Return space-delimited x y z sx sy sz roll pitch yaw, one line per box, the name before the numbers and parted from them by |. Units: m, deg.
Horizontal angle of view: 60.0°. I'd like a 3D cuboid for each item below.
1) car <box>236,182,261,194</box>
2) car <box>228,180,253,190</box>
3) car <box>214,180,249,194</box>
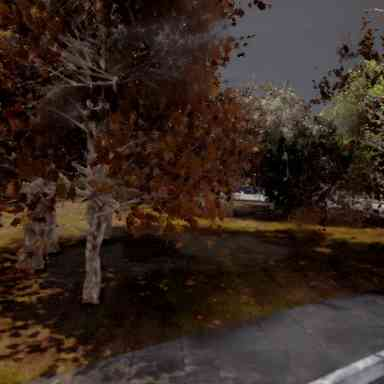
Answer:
car | 7.286 -0.396 40.552 2.163 1.488 4.792 5 4 36
car | 8.210 -1.165 55.869 1.946 1.575 5.366 5 4 36
car | 5.070 -0.621 42.209 2.097 1.535 5.008 5 4 36
